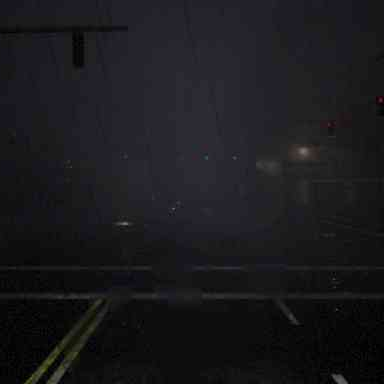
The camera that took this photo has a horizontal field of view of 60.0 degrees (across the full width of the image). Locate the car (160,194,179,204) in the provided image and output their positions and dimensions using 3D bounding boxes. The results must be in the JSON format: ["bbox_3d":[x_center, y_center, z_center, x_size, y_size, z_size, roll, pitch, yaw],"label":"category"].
[{"bbox_3d":[-3.571,1.223,53.599,1.895,1.301,4.718,0,0,0],"label":"car"}]

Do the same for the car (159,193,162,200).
[{"bbox_3d":[-7.013,0.984,70.064,1.882,1.535,5.008,0,0,0],"label":"car"}]

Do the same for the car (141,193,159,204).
[{"bbox_3d":[-7.069,1.123,54.210,1.837,1.490,4.892,0,0,0],"label":"car"}]
